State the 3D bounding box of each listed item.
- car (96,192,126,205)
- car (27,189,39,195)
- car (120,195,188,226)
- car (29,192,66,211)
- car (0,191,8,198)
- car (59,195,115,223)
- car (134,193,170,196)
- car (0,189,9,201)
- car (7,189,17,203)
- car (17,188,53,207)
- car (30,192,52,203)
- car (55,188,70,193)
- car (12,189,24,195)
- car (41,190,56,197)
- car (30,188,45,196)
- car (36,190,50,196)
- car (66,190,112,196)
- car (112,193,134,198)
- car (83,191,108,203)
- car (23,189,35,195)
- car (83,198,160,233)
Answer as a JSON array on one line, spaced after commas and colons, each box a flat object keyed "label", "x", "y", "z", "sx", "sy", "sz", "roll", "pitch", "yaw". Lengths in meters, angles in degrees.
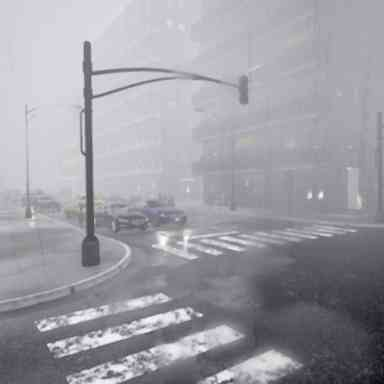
[{"label": "car", "x": -9.731, "y": 0.748, "z": 39.931, "sx": 2.008, "sy": 1.369, "sz": 4.403, "roll": 0, "pitch": 1, "yaw": -35}, {"label": "car", "x": -38.673, "y": 0.059, "z": 80.834, "sx": 2.008, "sy": 1.369, "sz": 4.403, "roll": 0, "pitch": 1, "yaw": -35}, {"label": "car", "x": -2.154, "y": 1.127, "z": 19.175, "sx": 1.812, "sy": 1.442, "sz": 4.674, "roll": -1, "pitch": 2, "yaw": -37}, {"label": "car", "x": -13.376, "y": 0.970, "z": 30.576, "sx": 1.887, "sy": 1.381, "sz": 4.507, "roll": 0, "pitch": 1, "yaw": -35}, {"label": "car", "x": -35.887, "y": 0.453, "z": 62.390, "sx": 1.947, "sy": 1.339, "sz": 4.313, "roll": 0, "pitch": 1, "yaw": -35}, {"label": "car", "x": -6.846, "y": 1.110, "z": 21.347, "sx": 1.752, "sy": 1.417, "sz": 4.829, "roll": 0, "pitch": 1, "yaw": -35}, {"label": "car", "x": -3.300, "y": 0.793, "z": 30.840, "sx": 1.967, "sy": 1.590, "sz": 4.097, "roll": 0, "pitch": 1, "yaw": -35}, {"label": "car", "x": -26.238, "y": 0.432, "z": 48.751, "sx": 2.192, "sy": 1.841, "sz": 5.009, "roll": 0, "pitch": 1, "yaw": -35}, {"label": "car", "x": -22.925, "y": 0.721, "z": 44.071, "sx": 1.752, "sy": 1.417, "sz": 4.829, "roll": 0, "pitch": 1, "yaw": -35}, {"label": "car", "x": -16.591, "y": 0.663, "z": 35.117, "sx": 2.192, "sy": 1.841, "sz": 5.009, "roll": 0, "pitch": 1, "yaw": -35}, {"label": "car", "x": -20.576, "y": 0.717, "z": 45.343, "sx": 1.994, "sy": 1.385, "sz": 4.181, "roll": -1, "pitch": 1, "yaw": -35}, {"label": "car", "x": -22.594, "y": 0.204, "z": 58.107, "sx": 2.192, "sy": 1.841, "sz": 5.009, "roll": 0, "pitch": 1, "yaw": -35}, {"label": "car", "x": -43.273, "y": 0.025, "z": 82.661, "sx": 2.128, "sy": 1.511, "sz": 4.902, "roll": -1, "pitch": 2, "yaw": -35}, {"label": "car", "x": -29.026, "y": 0.287, "z": 67.200, "sx": 2.008, "sy": 1.369, "sz": 4.403, "roll": 0, "pitch": 1, "yaw": -35}, {"label": "car", "x": -35.457, "y": -0.101, "z": 76.285, "sx": 2.192, "sy": 1.841, "sz": 5.009, "roll": 0, "pitch": 1, "yaw": -35}, {"label": "car", "x": -32.241, "y": 0.205, "z": 71.744, "sx": 1.887, "sy": 1.381, "sz": 4.507, "roll": 0, "pitch": 1, "yaw": -35}, {"label": "car", "x": -9.016, "y": 0.911, "z": 28.879, "sx": 1.882, "sy": 1.535, "sz": 5.008, "roll": -1, "pitch": 2, "yaw": -35}, {"label": "car", "x": -6.516, "y": 0.825, "z": 35.387, "sx": 2.008, "sy": 1.369, "sz": 4.403, "roll": 0, "pitch": 1, "yaw": -35}, {"label": "car", "x": -13.045, "y": 0.643, "z": 44.614, "sx": 1.752, "sy": 1.417, "sz": 4.829, "roll": 0, "pitch": 1, "yaw": -35}, {"label": "car", "x": -41.889, "y": -0.001, "z": 85.379, "sx": 1.947, "sy": 1.339, "sz": 4.313, "roll": 0, "pitch": 1, "yaw": -35}, {"label": "car", "x": -3.729, "y": 1.211, "z": 16.941, "sx": 2.008, "sy": 1.369, "sz": 4.403, "roll": 0, "pitch": 1, "yaw": -35}]
